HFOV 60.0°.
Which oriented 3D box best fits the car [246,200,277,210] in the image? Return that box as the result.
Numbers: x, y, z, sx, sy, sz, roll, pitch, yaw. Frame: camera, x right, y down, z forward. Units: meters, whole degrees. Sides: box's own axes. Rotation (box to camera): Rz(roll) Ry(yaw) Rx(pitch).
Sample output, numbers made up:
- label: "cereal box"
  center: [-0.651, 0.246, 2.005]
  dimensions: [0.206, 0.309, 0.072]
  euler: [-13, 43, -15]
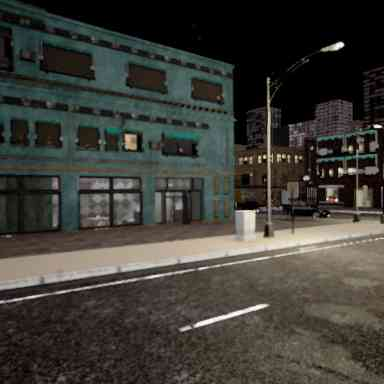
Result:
- label: "car"
  center: [10.061, 1.893, 48.271]
  dimensions: [1.802, 1.307, 4.206]
  euler: [-2, 0, -35]

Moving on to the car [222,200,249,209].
- label: "car"
  center: [6.855, 1.956, 52.782]
  dimensions: [1.802, 1.307, 4.206]
  euler: [-2, 0, -35]

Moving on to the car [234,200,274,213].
- label: "car"
  center: [7.557, 1.853, 41.833]
  dimensions: [1.812, 1.442, 4.674]
  euler: [-1, 0, -36]

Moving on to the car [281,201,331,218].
- label: "car"
  center: [11.171, 1.806, 32.033]
  dimensions: [1.947, 1.339, 4.313]
  euler: [-2, 0, -35]

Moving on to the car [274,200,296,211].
- label: "car"
  center: [13.267, 1.799, 43.759]
  dimensions: [2.008, 1.369, 4.403]
  euler: [-2, 0, -35]
